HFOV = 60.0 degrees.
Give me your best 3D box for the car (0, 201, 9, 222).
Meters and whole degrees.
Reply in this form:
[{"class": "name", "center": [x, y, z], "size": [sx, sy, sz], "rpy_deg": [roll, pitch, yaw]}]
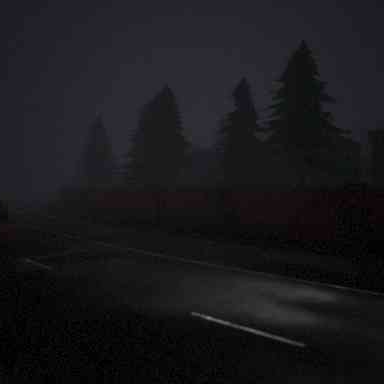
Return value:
[{"class": "car", "center": [-14.461, 1.347, 23.810], "size": [2.128, 1.511, 4.902], "rpy_deg": [0, 0, -37]}]
